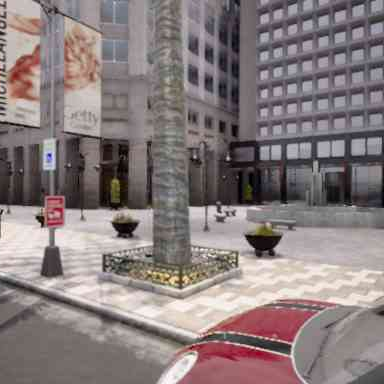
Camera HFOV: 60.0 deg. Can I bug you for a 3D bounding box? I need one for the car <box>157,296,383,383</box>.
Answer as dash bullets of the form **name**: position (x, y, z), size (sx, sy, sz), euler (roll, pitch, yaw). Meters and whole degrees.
- **car**: position (1.866, 1.358, 2.045), size (4.553, 1.767, 2.185), euler (1, 0, 36)
